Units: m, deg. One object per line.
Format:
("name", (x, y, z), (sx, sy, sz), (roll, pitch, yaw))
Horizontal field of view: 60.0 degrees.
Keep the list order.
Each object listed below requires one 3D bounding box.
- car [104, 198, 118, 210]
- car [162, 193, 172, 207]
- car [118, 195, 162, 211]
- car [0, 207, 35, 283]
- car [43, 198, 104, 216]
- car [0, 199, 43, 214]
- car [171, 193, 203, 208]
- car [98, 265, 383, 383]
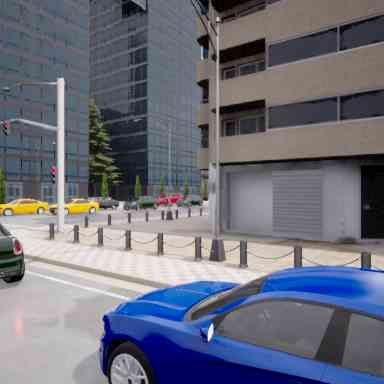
("car", (-10.875, 1.436, 39.576), (2.128, 1.511, 4.902), (0, 0, 36))
("car", (-3.494, 1.163, 49.759), (2.150, 2.045, 5.566), (0, 0, 36))
("car", (-6.163, 1.297, 40.115), (2.097, 1.767, 4.553), (0, 0, 36))
("car", (-6.279, 1.352, 8.464), (4.553, 1.767, 2.097), (0, 0, 36))
("car", (-11.533, 1.422, 32.696), (1.882, 1.535, 5.008), (0, 0, 36))
("car", (-16.389, 1.422, 31.967), (1.882, 1.535, 5.008), (0, 0, 36))
("car", (-0.354, 1.298, 48.125), (2.097, 1.767, 4.553), (0, 0, 36))
("car", (1.217, 1.478, 3.124), (5.008, 1.535, 1.882), (0, 0, 36))
